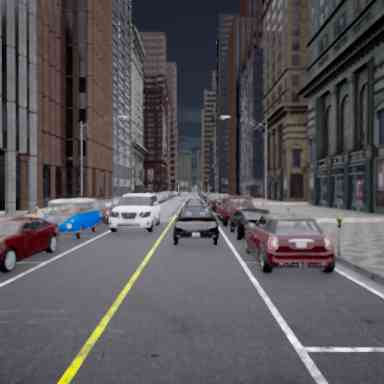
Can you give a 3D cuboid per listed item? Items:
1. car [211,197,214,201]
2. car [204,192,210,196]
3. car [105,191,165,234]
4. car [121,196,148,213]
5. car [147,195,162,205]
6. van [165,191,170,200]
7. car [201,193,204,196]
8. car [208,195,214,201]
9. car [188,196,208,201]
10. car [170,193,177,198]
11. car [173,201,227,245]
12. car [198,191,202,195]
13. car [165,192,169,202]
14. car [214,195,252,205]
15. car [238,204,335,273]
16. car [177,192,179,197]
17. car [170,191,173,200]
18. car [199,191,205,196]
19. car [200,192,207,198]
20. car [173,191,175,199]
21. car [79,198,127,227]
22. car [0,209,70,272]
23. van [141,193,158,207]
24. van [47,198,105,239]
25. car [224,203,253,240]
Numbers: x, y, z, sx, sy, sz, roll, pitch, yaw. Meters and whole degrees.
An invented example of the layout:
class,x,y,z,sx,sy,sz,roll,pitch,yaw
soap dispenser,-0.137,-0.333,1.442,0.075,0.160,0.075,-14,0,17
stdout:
class,x,y,z,sx,sy,sz,roll,pitch,yaw
car,2.874,1.337,27.337,1.887,1.381,4.507,0,0,0
car,2.947,1.105,44.244,1.967,1.590,4.097,0,0,0
car,-3.017,1.076,18.665,2.150,2.045,5.566,0,0,0
car,-5.626,1.183,33.001,1.967,1.590,4.097,0,0,0
car,-5.554,1.142,49.741,1.752,1.417,4.829,0,0,0
van,-5.505,0.875,61.182,1.690,1.788,3.998,0,0,0
car,2.997,1.147,55.517,1.947,1.339,4.313,0,0,0
car,2.899,1.316,32.974,1.947,1.339,4.313,0,0,0
car,0.231,1.325,31.248,1.994,1.385,4.181,0,0,0
car,-5.357,0.877,95.003,1.802,1.307,4.206,0,0,0
car,0.161,1.376,14.984,2.128,1.511,4.902,0,0,0
car,3.119,0.962,83.698,1.802,1.307,4.206,0,0,0
car,-5.528,1.125,55.547,2.008,1.369,4.403,0,0,0
car,2.849,1.151,21.700,2.192,1.841,5.009,0,0,0
car,2.801,1.362,10.427,1.967,1.590,4.097,0,0,0
car,-5.382,0.885,89.366,2.008,1.369,4.403,0,0,0
car,-5.480,0.934,66.819,1.967,1.590,4.097,0,0,0
car,3.070,1.042,72.426,1.802,1.307,4.206,0,0,0
car,3.167,0.742,94.970,1.967,1.590,4.097,0,0,0
car,-5.456,0.768,72.455,2.192,1.841,5.009,0,0,0
car,-5.675,1.269,21.728,1.967,1.590,4.097,0,0,0
car,-5.724,1.460,10.456,1.887,1.381,4.507,0,0,0
van,-5.578,0.999,44.273,1.690,1.788,3.998,0,0,0
van,-5.700,1.213,16.091,1.690,1.788,3.998,0,0,0
car,2.826,1.444,16.065,1.947,1.339,4.313,0,0,0
